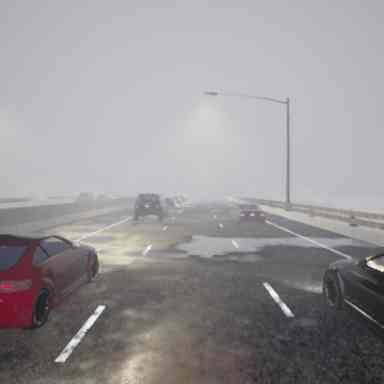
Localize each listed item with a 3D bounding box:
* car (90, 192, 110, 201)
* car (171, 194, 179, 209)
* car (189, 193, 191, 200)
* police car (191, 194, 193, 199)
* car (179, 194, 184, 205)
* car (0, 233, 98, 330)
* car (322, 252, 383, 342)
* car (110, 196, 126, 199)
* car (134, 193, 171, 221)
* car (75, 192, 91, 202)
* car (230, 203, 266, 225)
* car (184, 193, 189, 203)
[{"bbox_3d":[-16.412,1.135,60.955,2.097,1.767,4.553,0,0,3],"label":"car"},{"bbox_3d":[-2.969,1.347,41.625,1.837,1.490,4.892,0,0,1],"label":"car"},{"bbox_3d":[-1.837,1.367,74.539,1.895,1.301,4.718,0,0,3],"label":"car"},{"bbox_3d":[-1.322,1.256,85.465,2.038,1.542,4.974,0,0,3],"label":"police car"},{"bbox_3d":[-2.662,1.338,52.588,1.812,1.442,4.674,0,0,2],"label":"car"},{"bbox_3d":[-3.373,1.531,6.832,1.994,1.385,4.181,0,0,0],"label":"car"},{"bbox_3d":[3.619,1.541,5.049,1.994,1.385,4.181,0,0,0],"label":"car"},{"bbox_3d":[-12.918,1.348,60.788,1.994,1.385,4.181,0,0,3],"label":"car"},{"bbox_3d":[-3.172,1.110,26.377,2.150,2.045,5.566,0,0,1],"label":"car"},{"bbox_3d":[-19.856,0.999,62.124,2.150,2.045,5.566,0,0,2],"label":"car"},{"bbox_3d":[3.777,1.451,23.118,2.033,1.411,5.357,0,0,1],"label":"car"},{"bbox_3d":[-2.285,1.217,63.550,2.033,1.649,4.856,0,0,2],"label":"car"}]
